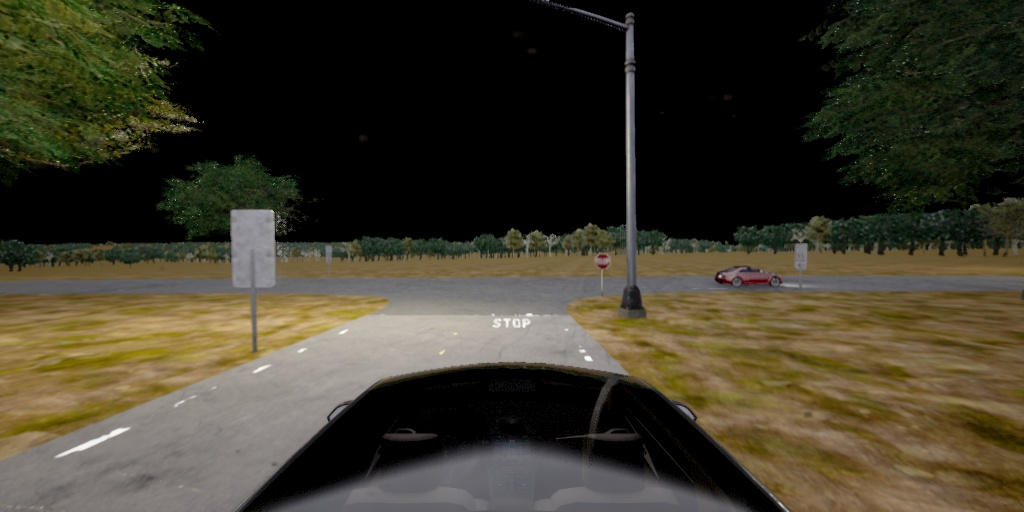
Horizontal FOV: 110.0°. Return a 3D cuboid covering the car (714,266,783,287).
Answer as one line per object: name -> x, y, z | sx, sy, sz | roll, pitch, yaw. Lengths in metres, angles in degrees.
car -> 16.935, 1.420, 25.740 | 4.181, 1.385, 1.994 | 0, 2, -1
